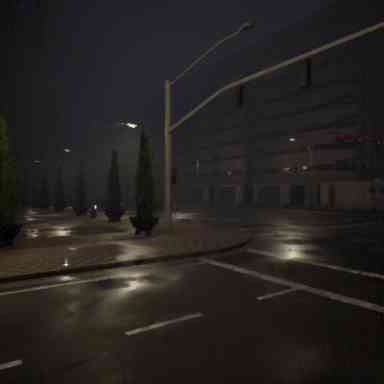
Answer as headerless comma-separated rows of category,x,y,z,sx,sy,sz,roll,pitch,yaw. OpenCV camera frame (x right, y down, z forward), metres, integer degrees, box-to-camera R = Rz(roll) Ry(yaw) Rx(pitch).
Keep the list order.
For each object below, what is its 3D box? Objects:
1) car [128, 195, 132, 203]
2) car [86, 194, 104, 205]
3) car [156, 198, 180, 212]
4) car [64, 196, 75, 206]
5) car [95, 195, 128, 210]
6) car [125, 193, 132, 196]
car,-8.797,1.534,57.997,2.033,1.411,5.357,0,0,-35
car,-16.562,1.540,56.752,1.994,1.385,4.181,0,0,-35
car,-3.216,1.466,37.679,2.128,1.511,4.902,0,0,-35
car,-20.040,1.366,55.636,1.882,1.535,5.008,0,0,-35
car,-10.228,1.474,41.557,1.837,1.490,4.892,0,0,-35
car,-14.714,1.208,66.304,2.150,2.045,5.566,0,0,-35
